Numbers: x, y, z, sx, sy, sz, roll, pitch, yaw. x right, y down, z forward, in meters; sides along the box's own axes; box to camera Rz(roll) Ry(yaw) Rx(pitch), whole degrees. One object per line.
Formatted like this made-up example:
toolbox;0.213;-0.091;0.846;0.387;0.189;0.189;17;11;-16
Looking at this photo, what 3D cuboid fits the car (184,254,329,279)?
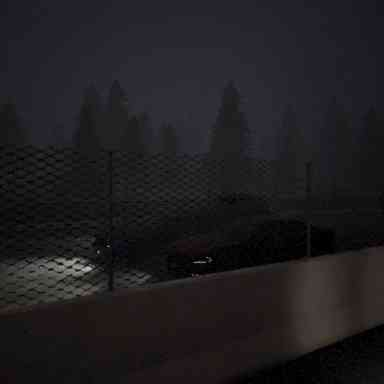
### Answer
car;1.715;1.406;9.006;5.008;1.535;1.882;0;0;-31
